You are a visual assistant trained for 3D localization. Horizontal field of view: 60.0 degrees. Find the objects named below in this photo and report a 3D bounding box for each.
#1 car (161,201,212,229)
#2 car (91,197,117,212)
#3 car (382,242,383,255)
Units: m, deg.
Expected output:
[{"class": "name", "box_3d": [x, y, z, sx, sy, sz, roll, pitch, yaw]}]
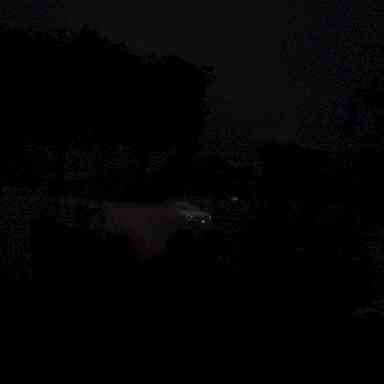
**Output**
[{"class": "car", "box_3d": [-0.742, 1.309, 20.075, 1.812, 1.442, 4.674, 2, 0, -36]}, {"class": "car", "box_3d": [-7.716, 1.171, 29.606, 2.033, 1.411, 5.357, 2, 0, -36]}, {"class": "car", "box_3d": [7.665, 1.543, 8.573, 2.128, 1.511, 4.902, 1, 0, -36]}]
